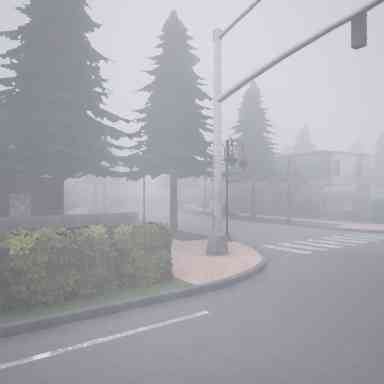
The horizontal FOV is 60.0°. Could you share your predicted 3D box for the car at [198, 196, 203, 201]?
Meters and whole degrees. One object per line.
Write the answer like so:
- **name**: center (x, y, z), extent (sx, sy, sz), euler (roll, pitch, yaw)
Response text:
- **car**: center (3.642, 1.751, 90.018), extent (1.895, 1.301, 4.718), euler (0, 0, 36)
